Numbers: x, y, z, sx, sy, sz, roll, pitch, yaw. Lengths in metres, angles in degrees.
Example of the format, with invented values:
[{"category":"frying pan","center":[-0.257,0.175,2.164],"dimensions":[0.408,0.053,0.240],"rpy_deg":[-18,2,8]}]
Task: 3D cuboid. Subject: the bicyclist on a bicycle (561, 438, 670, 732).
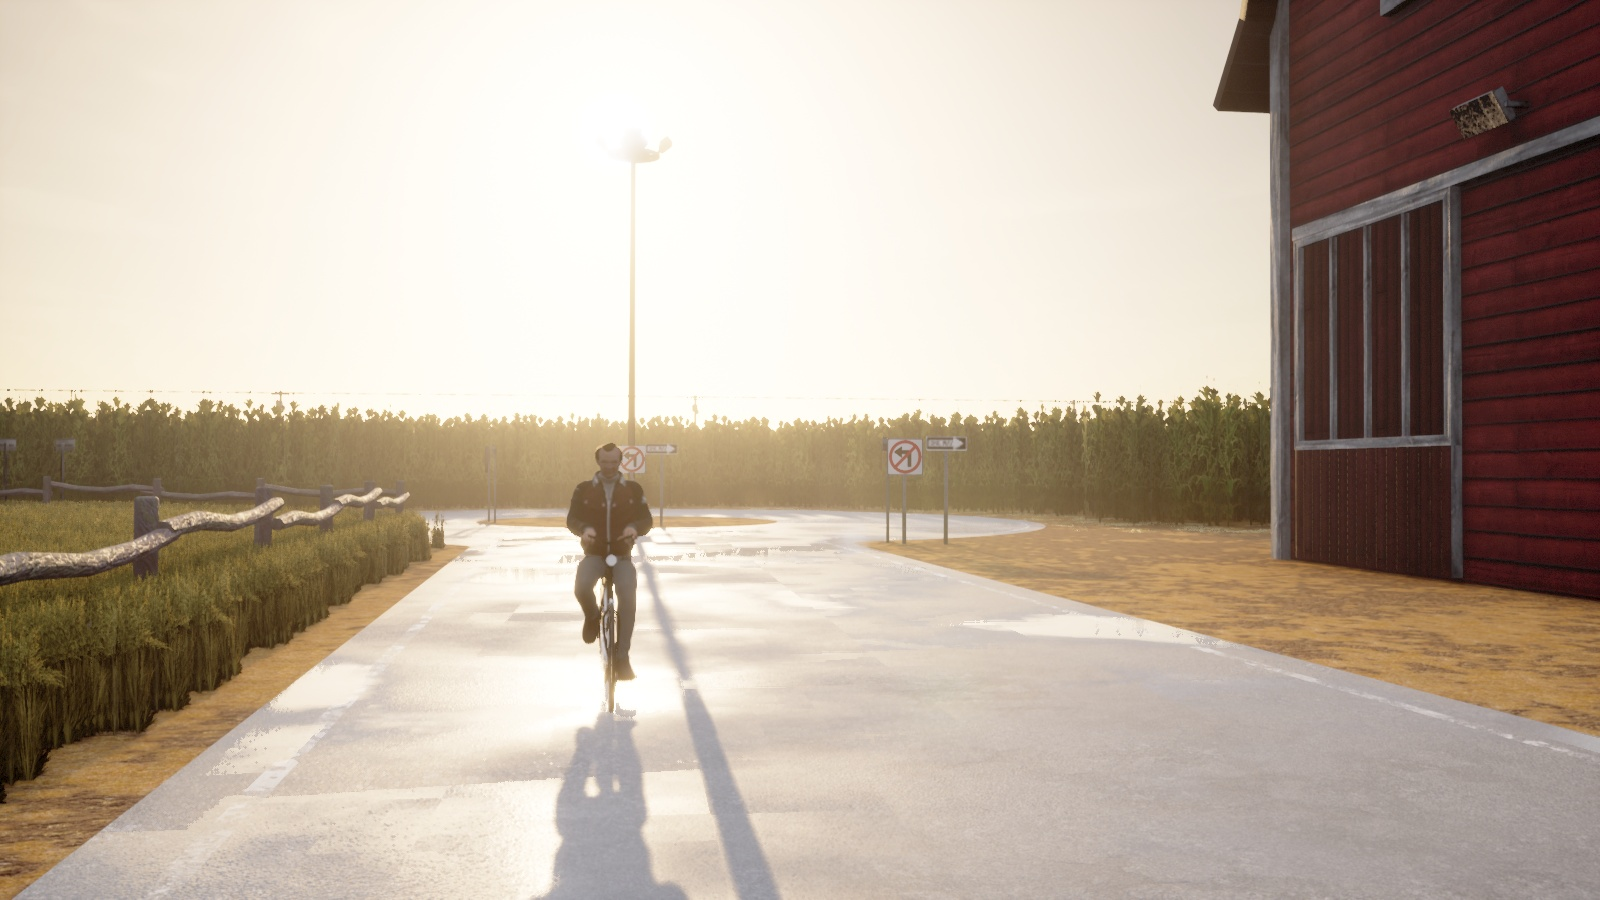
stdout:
[{"category":"bicyclist on a bicycle","center":[-1.291,0.835,8.568],"dimensions":[0.659,1.776,1.843],"rpy_deg":[0,-1,-10]}]
